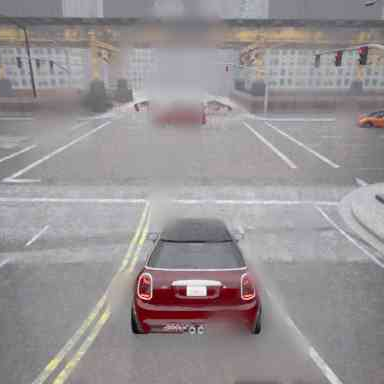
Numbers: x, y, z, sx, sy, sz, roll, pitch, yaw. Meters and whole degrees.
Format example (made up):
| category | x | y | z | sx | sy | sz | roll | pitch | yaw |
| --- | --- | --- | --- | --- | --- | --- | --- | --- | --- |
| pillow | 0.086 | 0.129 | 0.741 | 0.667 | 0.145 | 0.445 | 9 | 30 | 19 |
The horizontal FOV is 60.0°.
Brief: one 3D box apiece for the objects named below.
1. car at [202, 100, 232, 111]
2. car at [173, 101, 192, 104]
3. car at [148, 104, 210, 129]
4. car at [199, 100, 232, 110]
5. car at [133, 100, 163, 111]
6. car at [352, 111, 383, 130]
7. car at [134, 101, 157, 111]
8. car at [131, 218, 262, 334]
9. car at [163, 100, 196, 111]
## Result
| category | x | y | z | sx | sy | sz | roll | pitch | yaw |
| --- | --- | --- | --- | --- | --- | --- | --- | --- | --- |
| car | 3.518 | -12.865 | 49.733 | 4.974 | 1.542 | 2.038 | 11 | 22 | 28 |
| car | -1.864 | -12.644 | 49.098 | 4.974 | 1.542 | 2.038 | -13 | 23 | -33 |
| car | -1.245 | -7.629 | 34.047 | 5.566 | 2.045 | 2.150 | 0 | 19 | 1 |
| car | 3.473 | -13.022 | 49.706 | 4.536 | 1.218 | 1.853 | 11 | 22 | 28 |
| car | -6.509 | -12.836 | 49.163 | 4.536 | 1.218 | 1.853 | 18 | 26 | 42 |
| car | 18.850 | -7.354 | 33.680 | 4.553 | 1.767 | 2.097 | 0 | 19 | 1 |
| car | -6.472 | -12.675 | 49.181 | 4.974 | 1.542 | 2.038 | 18 | 26 | 42 |
| car | 0.079 | 1.344 | 7.142 | 2.097 | 1.767 | 4.553 | 0 | 5 | 0 |
| car | -1.822 | -12.803 | 49.074 | 4.536 | 1.218 | 1.853 | -13 | 23 | -33 |
